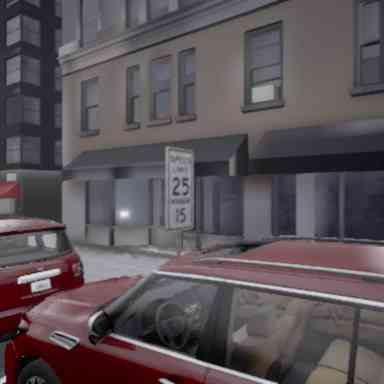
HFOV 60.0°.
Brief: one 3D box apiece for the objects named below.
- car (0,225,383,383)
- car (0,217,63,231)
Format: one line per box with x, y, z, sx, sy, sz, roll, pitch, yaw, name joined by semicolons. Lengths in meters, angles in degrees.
0.550;1.325;2.674;5.009;1.841;2.192;-1;0;36;car
-3.997;1.378;5.918;5.009;1.841;2.192;-1;0;36;car
